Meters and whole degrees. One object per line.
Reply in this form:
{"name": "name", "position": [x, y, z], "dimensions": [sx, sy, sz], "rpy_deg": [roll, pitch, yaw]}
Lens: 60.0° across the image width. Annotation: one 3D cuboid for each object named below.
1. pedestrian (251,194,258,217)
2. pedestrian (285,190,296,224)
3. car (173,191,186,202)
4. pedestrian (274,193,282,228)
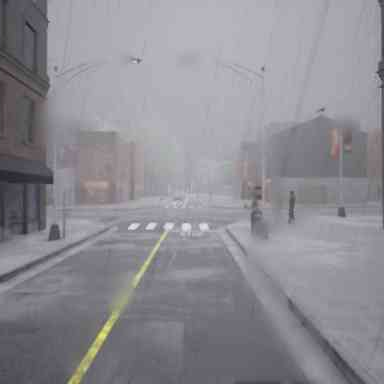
{"name": "pedestrian", "position": [3.511, 0.993, 18.767], "dimensions": [0.375, 1.860, 0.375], "rpy_deg": [1, -1, 0]}
{"name": "pedestrian", "position": [5.475, 0.818, 18.169], "dimensions": [0.375, 1.860, 0.375], "rpy_deg": [1, -1, 0]}
{"name": "car", "position": [-2.486, 1.052, 60.594], "dimensions": [2.033, 1.411, 5.357], "rpy_deg": [0, 0, 1]}
{"name": "pedestrian", "position": [4.511, 0.946, 17.567], "dimensions": [0.375, 1.860, 0.375], "rpy_deg": [1, -1, 0]}
